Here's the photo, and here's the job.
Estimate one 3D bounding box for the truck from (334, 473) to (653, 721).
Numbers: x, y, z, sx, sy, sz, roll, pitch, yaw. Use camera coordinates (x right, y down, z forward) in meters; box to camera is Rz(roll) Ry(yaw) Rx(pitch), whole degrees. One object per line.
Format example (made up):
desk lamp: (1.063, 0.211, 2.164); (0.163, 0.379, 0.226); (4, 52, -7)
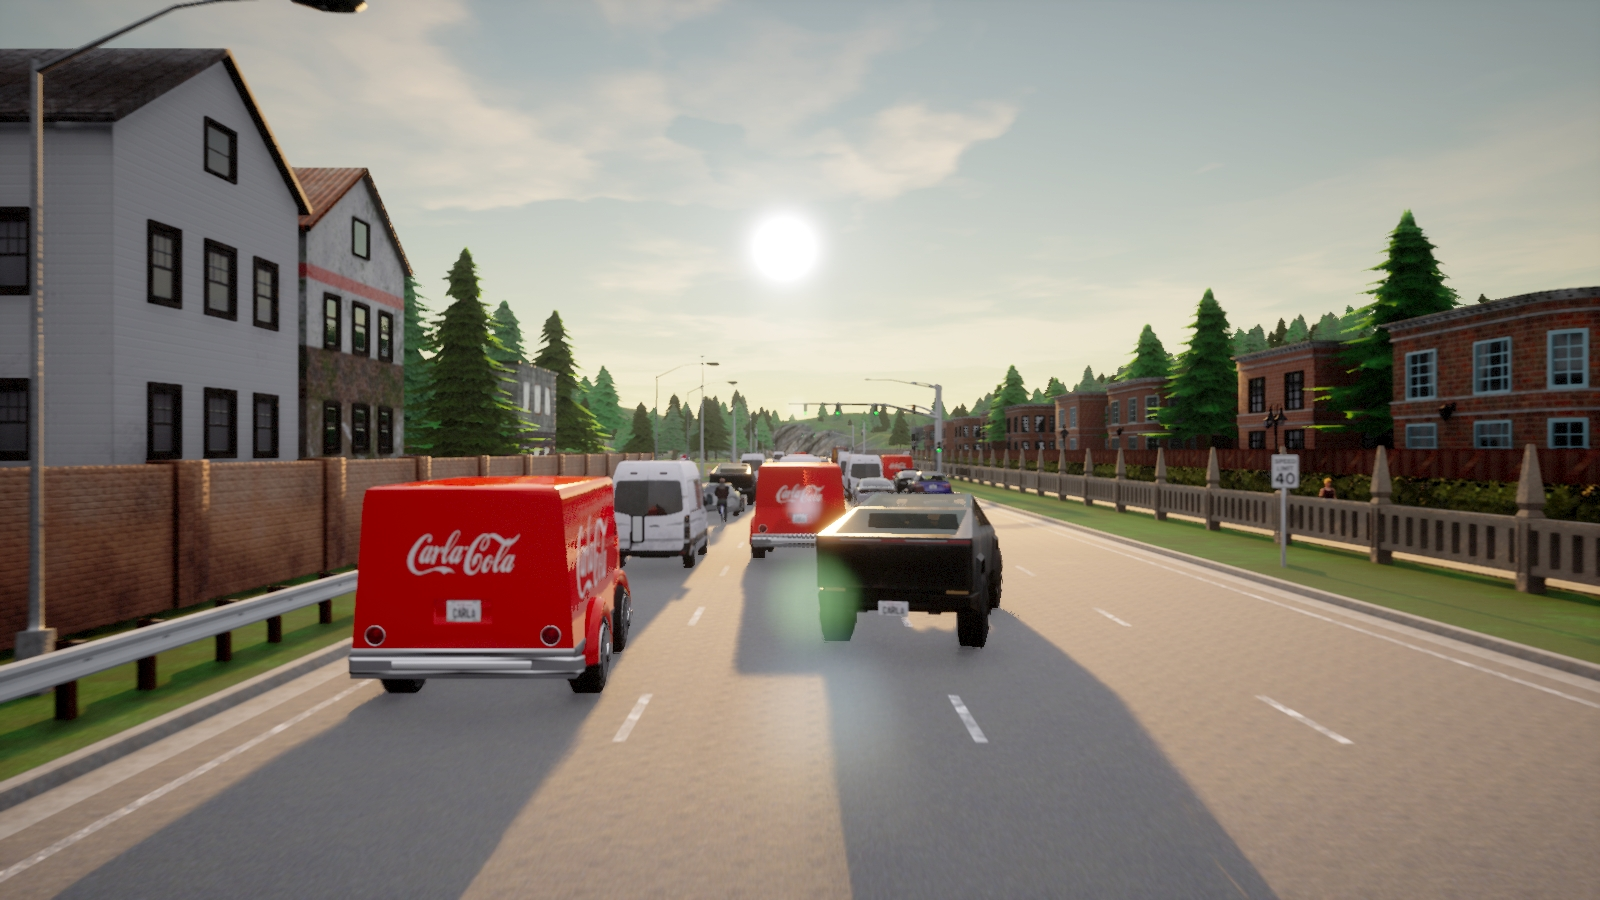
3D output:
truck: (-3.500, 1.574, 14.412); (2.627, 2.467, 5.204); (0, 0, 0)

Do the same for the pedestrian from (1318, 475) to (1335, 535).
pedestrian: (16.395, 1.718, 35.572); (0.375, 1.860, 0.375); (0, 0, 0)

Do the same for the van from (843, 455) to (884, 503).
van: (3.514, 1.564, 64.267); (1.988, 2.561, 5.915); (0, 0, 0)

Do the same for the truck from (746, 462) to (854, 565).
truck: (0.001, 1.580, 30.611); (2.627, 2.467, 5.204); (0, 0, 0)

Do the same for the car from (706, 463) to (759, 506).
car: (-3.498, 1.781, 60.472); (2.390, 2.098, 6.274); (0, 0, 0)

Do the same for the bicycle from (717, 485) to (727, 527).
bicycle: (-2.923, 2.080, 42.792); (0.329, 1.471, 1.835); (0, 0, -5)

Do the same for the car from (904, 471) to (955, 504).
car: (7.000, 1.996, 62.125); (2.242, 1.667, 4.611); (0, 0, 0)

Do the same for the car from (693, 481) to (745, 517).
car: (-3.534, 2.142, 50.555); (1.994, 1.385, 4.181); (0, 0, 0)

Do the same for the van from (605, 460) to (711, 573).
van: (-3.503, 1.548, 29.264); (1.988, 2.561, 5.915); (0, 0, 0)

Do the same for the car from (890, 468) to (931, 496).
car: (7.002, 2.015, 72.870); (2.097, 1.638, 5.238); (0, 0, 0)

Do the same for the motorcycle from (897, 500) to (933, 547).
motorcycle: (3.502, 2.221, 34.858); (0.867, 1.251, 2.209); (0, 0, 0)

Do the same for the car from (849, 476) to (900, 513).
car: (3.500, 2.059, 54.237); (2.097, 1.535, 5.006); (0, 0, 0)

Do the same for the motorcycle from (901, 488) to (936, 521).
motorcycle: (4.867, 2.226, 47.116); (0.867, 1.251, 2.209); (0, 0, -10)

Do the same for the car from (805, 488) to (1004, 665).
car: (1.916, 1.762, 18.269); (2.390, 2.098, 6.274); (0, 0, 13)
